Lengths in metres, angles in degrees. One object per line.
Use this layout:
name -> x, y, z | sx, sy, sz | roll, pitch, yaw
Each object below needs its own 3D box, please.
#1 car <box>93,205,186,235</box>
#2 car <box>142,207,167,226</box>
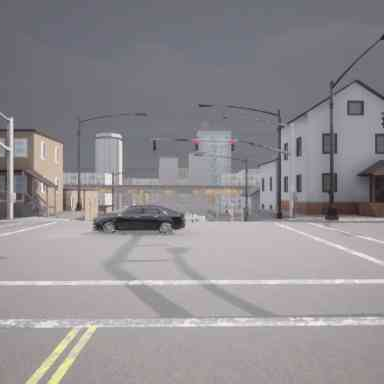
car -> -2.754, 1.447, 17.783 | 4.892, 1.490, 1.837 | 0, 0, -1
car -> -3.680, 2.536, 33.521 | 1.882, 1.535, 5.008 | 0, -9, 1
